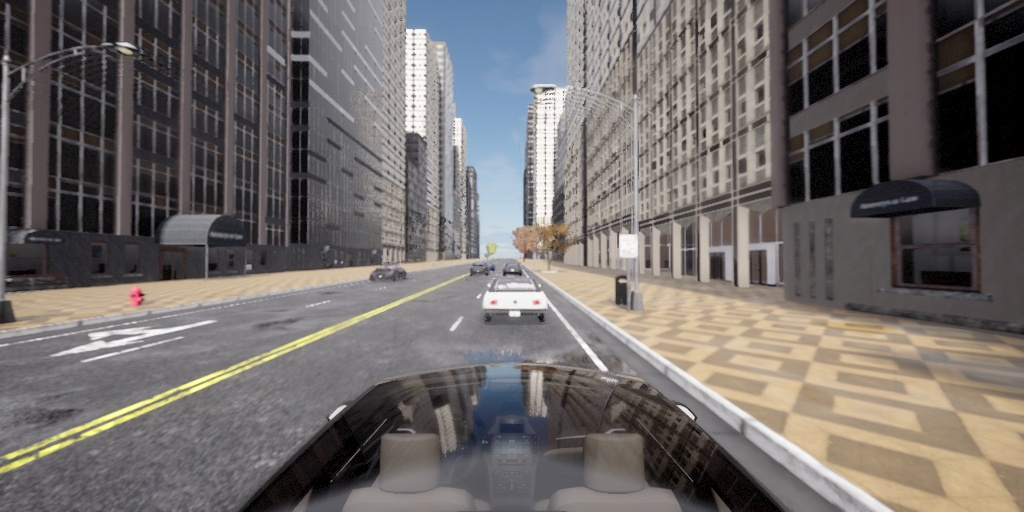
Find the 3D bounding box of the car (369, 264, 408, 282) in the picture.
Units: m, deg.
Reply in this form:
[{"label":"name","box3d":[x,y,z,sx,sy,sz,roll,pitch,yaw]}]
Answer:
[{"label":"car","box3d":[-9.874,1.339,28.904,1.994,1.385,4.181,0,0,0]}]

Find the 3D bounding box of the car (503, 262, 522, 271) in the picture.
[{"label":"car","box3d":[0.055,1.348,37.475,1.994,1.385,4.181,0,0,0]}]

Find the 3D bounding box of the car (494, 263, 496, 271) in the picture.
[{"label":"car","box3d":[-3.302,1.359,48.816,1.994,1.385,4.181,0,0,0]}]

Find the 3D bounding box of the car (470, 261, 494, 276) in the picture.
[{"label":"car","box3d":[-3.294,1.276,37.360,2.128,1.511,4.902,0,0,0]}]

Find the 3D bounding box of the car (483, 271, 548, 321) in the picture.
[{"label":"car","box3d":[0.087,1.361,12.454,1.895,1.301,4.718,0,0,0]}]
